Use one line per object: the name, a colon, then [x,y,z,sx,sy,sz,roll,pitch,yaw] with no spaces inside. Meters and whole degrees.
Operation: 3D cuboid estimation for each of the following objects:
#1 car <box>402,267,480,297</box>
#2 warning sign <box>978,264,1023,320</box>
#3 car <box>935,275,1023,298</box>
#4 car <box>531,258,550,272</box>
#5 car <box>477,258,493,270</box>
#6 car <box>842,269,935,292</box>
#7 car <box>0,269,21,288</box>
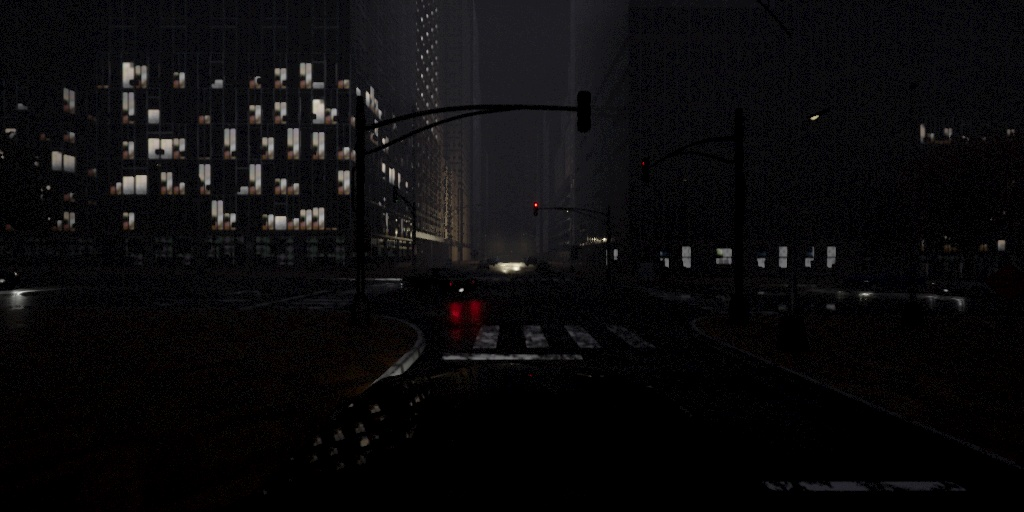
car: [-3.911,1.293,18.619,1.895,1.301,4.718,2,-1,-42]
warning sign: [17.269,1.193,12.442,1.060,1.860,1.300,0,0,-3]
car: [29.280,1.880,22.464,4.718,1.301,1.895,1,0,-3]
car: [3.905,1.281,46.238,1.948,1.339,4.313,0,0,0]
car: [-4.051,1.289,51.727,1.802,1.307,4.207,0,0,0]
car: [26.477,1.702,25.586,5.008,1.535,1.882,1,0,-3]
car: [-25.790,0.811,16.434,4.674,1.442,1.812,1,0,-3]
